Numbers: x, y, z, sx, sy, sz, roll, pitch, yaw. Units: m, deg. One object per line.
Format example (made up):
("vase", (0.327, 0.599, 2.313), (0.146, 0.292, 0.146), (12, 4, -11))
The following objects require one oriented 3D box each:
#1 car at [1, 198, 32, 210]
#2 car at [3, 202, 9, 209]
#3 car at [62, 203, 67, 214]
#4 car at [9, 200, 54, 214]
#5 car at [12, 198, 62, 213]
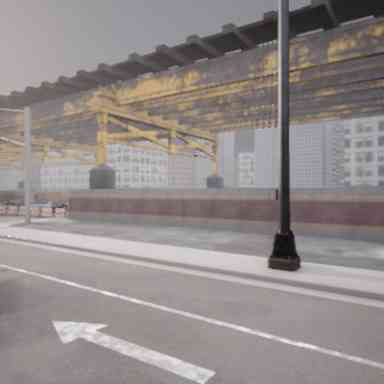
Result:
("car", (-19.656, 1.323, 37.527), (1.853, 1.218, 4.536), (0, 0, -11))
("car", (-19.646, 1.480, 37.476), (2.038, 1.542, 4.974), (0, 0, -11))
("car", (-11.063, 1.473, 32.331), (2.038, 1.542, 4.974), (0, 0, -26))
("car", (-15.889, 1.477, 34.807), (4.974, 1.542, 2.038), (0, 0, -1))
("car", (-15.837, 1.319, 34.808), (4.536, 1.218, 1.853), (0, 0, -1))
